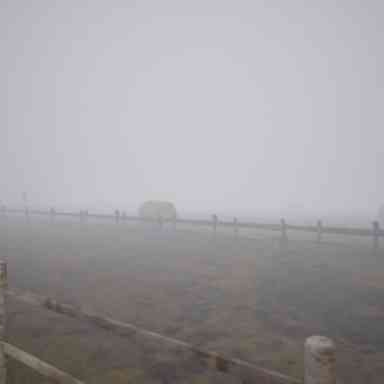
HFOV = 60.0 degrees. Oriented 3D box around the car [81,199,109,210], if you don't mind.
[{"bbox_3d":[-18.315,2.294,63.182,2.150,2.045,5.566,1,-1,36],"label":"car"}]
